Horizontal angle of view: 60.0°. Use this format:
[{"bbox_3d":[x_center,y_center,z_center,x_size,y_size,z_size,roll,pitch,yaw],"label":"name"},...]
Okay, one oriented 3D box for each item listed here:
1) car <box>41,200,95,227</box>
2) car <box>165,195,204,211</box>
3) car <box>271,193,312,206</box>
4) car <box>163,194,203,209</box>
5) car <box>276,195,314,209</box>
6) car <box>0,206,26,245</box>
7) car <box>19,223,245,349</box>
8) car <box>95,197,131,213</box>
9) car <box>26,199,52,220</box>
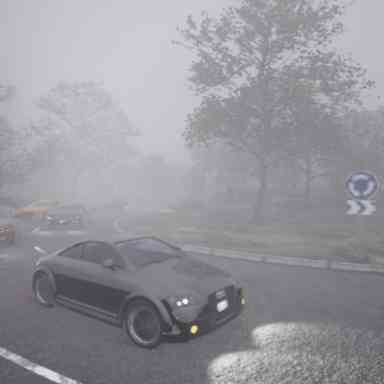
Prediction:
[{"bbox_3d":[-7.524,1.370,20.633,1.837,1.490,4.892,-1,0,-8],"label":"car"},{"bbox_3d":[-0.672,1.367,38.388,4.181,1.385,1.994,-1,1,-35],"label":"car"},{"bbox_3d":[13.604,1.097,45.084,5.566,2.045,2.150,1,0,9],"label":"car"},{"bbox_3d":[-1.071,1.123,41.819,4.553,1.767,2.097,0,1,-29],"label":"car"},{"bbox_3d":[13.132,1.465,41.870,4.181,1.385,1.994,1,0,9],"label":"car"},{"bbox_3d":[-8.718,1.359,14.721,1.882,1.535,5.008,0,1,-22],"label":"car"},{"bbox_3d":[-1.136,1.529,6.236,4.181,1.385,1.994,0,0,36],"label":"car"},{"bbox_3d":[-8.362,1.296,34.030,2.128,1.511,4.902,1,0,30],"label":"car"},{"bbox_3d":[-10.852,1.305,24.695,1.882,1.535,5.008,0,0,5],"label":"car"}]
